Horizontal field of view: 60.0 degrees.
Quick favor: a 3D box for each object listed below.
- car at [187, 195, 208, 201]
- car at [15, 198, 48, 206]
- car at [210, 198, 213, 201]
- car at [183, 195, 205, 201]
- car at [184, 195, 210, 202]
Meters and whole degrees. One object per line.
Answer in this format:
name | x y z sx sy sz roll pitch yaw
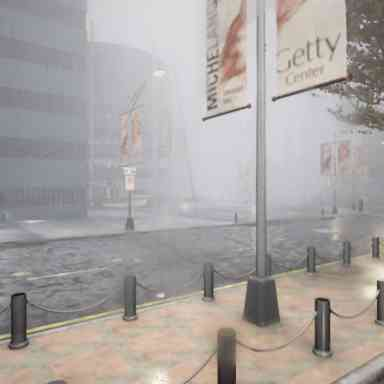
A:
car | 1.494 1.446 84.060 4.902 1.511 2.128 0 0 26
car | -15.920 1.312 31.147 4.674 1.452 2.002 0 0 -36
car | 2.208 1.468 75.391 5.357 1.411 2.033 0 0 37
car | 0.474 1.403 80.648 5.008 1.535 1.882 0 0 30
car | 0.826 1.528 72.088 4.718 1.301 1.895 0 0 37
